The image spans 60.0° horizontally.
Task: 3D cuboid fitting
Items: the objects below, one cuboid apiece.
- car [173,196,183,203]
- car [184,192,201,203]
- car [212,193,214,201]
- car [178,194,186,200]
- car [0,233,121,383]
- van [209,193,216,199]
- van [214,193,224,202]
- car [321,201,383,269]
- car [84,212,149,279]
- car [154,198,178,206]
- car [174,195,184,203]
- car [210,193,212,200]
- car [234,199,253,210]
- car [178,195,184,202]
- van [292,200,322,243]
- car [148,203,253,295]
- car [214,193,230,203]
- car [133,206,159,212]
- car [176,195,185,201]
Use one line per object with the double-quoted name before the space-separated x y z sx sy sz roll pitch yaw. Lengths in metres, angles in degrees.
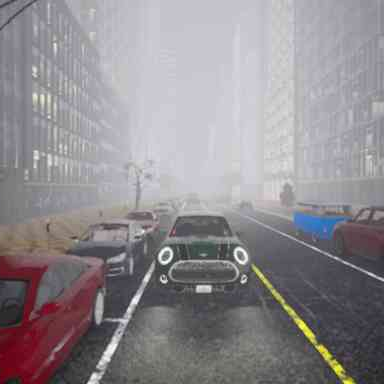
"car" -2.450 1.458 38.250 2.008 1.369 4.403 -1 0 0
"car" 0.203 1.091 53.609 2.150 2.045 5.566 0 0 0
"car" 5.846 1.152 66.692 2.192 1.841 5.009 -1 0 0
"car" -2.597 1.328 89.403 2.008 1.369 4.403 -1 0 0
"car" -2.352 1.534 4.149 1.887 1.381 4.507 -1 0 0
"van" 5.765 1.104 95.109 1.690 1.788 3.998 -1 0 0
"van" 5.830 1.163 72.376 1.690 1.788 3.998 -1 0 0
"car" 6.010 1.291 9.856 2.192 1.841 5.009 -1 0 0
"car" -2.369 1.527 9.832 2.008 1.369 4.403 -1 0 0
"car" -2.418 1.486 26.883 2.008 1.369 4.403 -1 0 0
"car" -2.531 1.362 66.498 1.752 1.417 4.829 -1 0 0
"car" 5.815 1.248 78.059 1.967 1.590 4.097 -1 0 0
"car" 5.930 1.458 38.274 2.008 1.369 4.403 -1 0 0
"car" -2.483 1.461 49.617 1.802 1.307 4.206 -1 0 0
"van" 5.994 1.304 15.539 1.690 1.788 3.998 -1 0 0
"car" 0.233 1.332 8.839 2.097 1.767 4.553 0 0 0
"car" 5.862 1.166 61.008 2.192 1.841 5.009 -1 0 0
"car" -2.385 1.544 15.516 1.802 1.307 4.206 -1 0 0
"car" -2.565 1.373 78.036 1.947 1.339 4.313 -1 0 0
